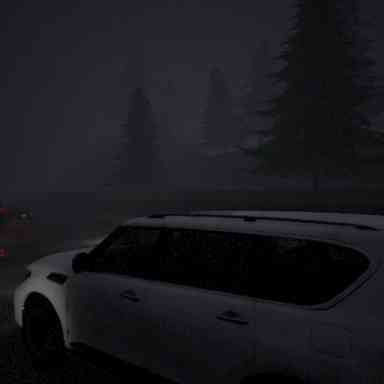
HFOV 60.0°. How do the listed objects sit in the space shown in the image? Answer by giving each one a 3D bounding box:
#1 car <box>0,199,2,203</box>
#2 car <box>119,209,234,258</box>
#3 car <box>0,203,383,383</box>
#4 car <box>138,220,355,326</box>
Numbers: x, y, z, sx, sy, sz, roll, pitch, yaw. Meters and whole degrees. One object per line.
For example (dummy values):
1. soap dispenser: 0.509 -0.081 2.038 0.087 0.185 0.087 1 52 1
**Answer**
1. car: -13.105 1.245 20.174 2.150 2.045 5.566 0 0 -45
2. car: -0.773 1.551 13.650 4.674 1.442 1.812 0 0 39
3. car: 0.092 1.230 4.034 5.566 2.045 2.150 0 0 37
4. car: 1.044 1.542 7.728 4.674 1.442 1.812 0 0 37
